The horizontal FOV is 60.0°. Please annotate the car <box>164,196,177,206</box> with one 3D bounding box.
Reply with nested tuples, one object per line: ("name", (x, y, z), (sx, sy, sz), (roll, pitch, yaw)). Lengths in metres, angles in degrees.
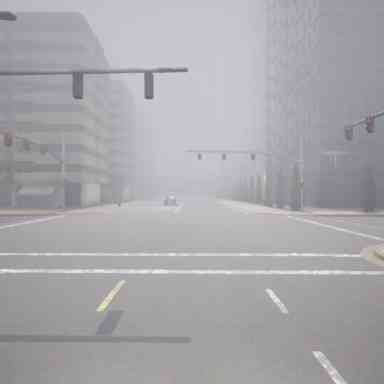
("car", (-3.500, 1.438, 54.329), (2.128, 1.511, 4.902), (0, 0, 0))
